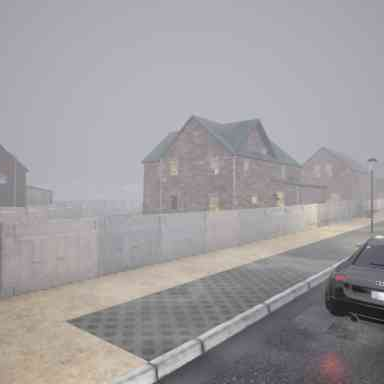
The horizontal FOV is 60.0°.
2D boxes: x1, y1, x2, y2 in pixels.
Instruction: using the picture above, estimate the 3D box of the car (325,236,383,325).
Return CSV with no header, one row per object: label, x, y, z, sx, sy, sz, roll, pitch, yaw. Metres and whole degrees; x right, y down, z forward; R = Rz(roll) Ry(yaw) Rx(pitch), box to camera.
car,4.225,1.576,6.638,1.994,1.385,4.181,0,0,40
